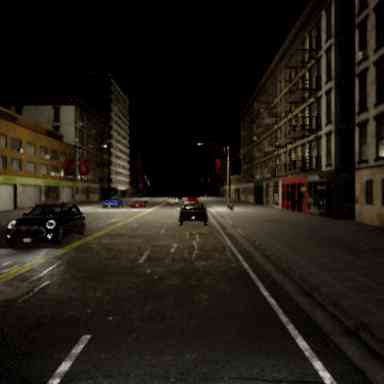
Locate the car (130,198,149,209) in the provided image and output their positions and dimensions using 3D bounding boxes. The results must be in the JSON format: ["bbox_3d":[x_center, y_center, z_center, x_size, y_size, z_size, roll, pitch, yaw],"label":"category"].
[{"bbox_3d":[-6.599,1.434,42.192,1.994,1.385,4.181,0,0,0],"label":"car"}]

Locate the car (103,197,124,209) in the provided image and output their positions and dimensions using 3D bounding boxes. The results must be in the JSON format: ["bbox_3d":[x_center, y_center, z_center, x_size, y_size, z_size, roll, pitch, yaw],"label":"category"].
[{"bbox_3d":[-9.850,1.396,41.943,1.812,1.442,4.674,0,0,0],"label":"car"}]

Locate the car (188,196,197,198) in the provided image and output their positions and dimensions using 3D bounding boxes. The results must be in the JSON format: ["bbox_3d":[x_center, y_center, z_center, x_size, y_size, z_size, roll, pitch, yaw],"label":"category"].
[{"bbox_3d":[0.080,1.365,52.348,1.812,1.442,4.674,0,0,0],"label":"car"}]

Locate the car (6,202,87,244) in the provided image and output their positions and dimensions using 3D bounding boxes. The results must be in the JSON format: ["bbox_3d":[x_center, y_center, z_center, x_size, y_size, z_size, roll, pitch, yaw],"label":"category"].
[{"bbox_3d":[-6.506,1.305,15.356,2.097,1.767,4.553,0,0,0],"label":"car"}]

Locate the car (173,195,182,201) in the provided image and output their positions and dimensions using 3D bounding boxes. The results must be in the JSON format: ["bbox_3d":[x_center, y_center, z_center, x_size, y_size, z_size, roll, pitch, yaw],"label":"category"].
[{"bbox_3d":[-3.280,1.320,76.478,1.994,1.385,4.181,0,0,0],"label":"car"}]

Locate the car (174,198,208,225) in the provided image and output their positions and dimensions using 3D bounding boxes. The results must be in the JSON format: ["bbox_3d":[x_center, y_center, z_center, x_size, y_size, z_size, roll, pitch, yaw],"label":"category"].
[{"bbox_3d":[0.089,1.419,23.348,2.128,1.511,4.902,0,0,0],"label":"car"}]

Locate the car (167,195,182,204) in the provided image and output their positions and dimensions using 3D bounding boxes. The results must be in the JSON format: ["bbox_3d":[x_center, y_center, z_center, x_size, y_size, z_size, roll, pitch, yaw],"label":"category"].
[{"bbox_3d":[-3.172,1.426,56.678,1.895,1.301,4.718,0,0,0],"label":"car"}]
